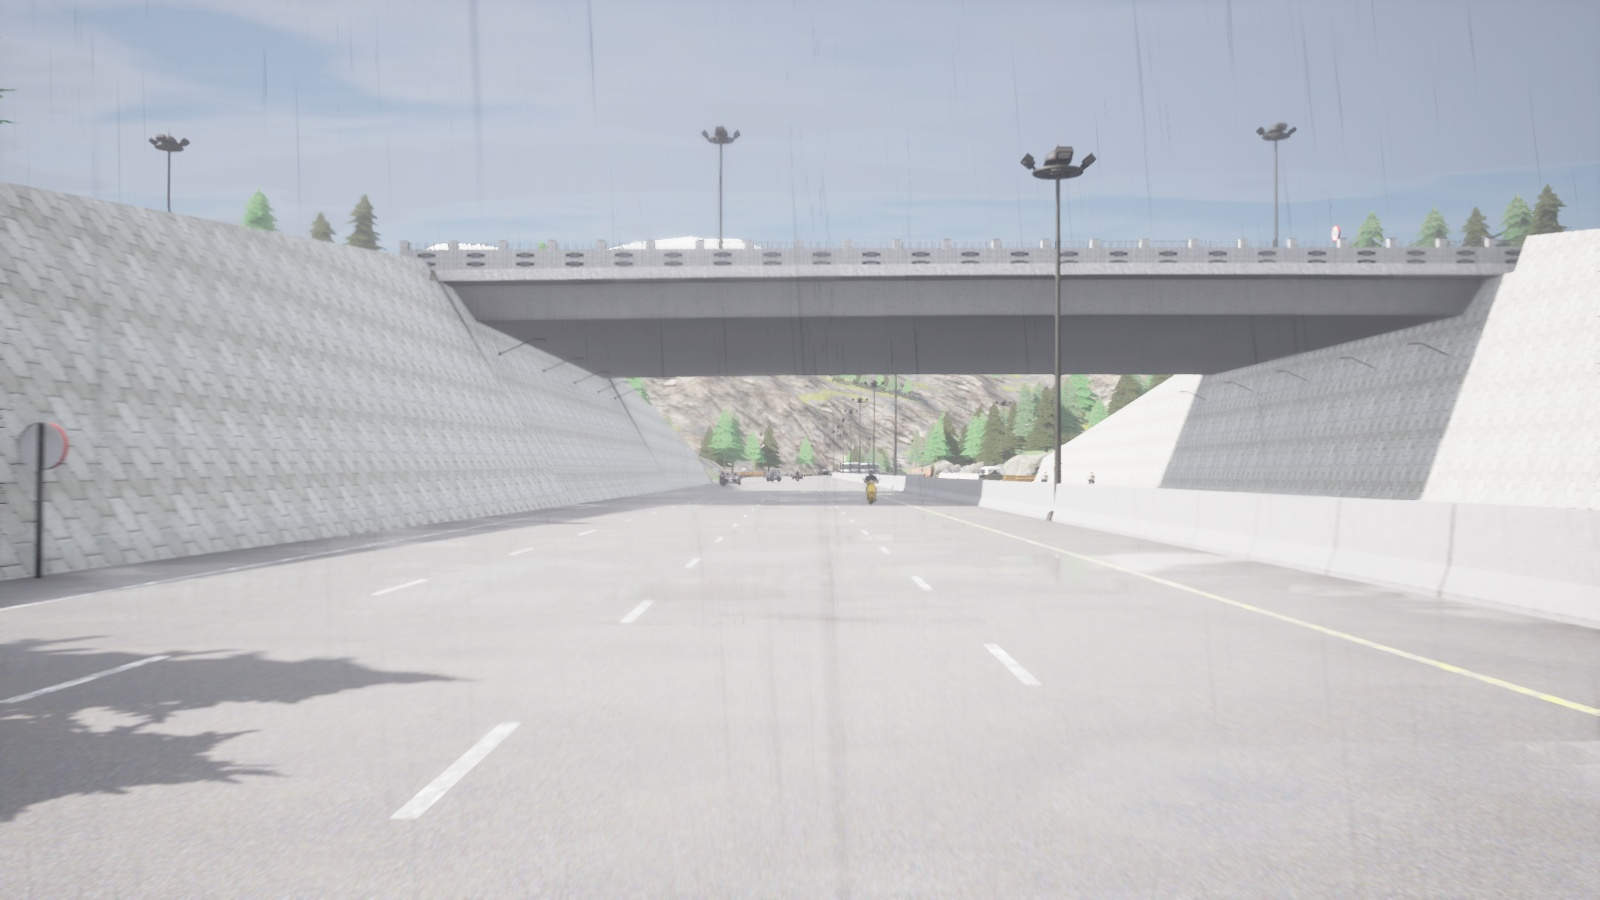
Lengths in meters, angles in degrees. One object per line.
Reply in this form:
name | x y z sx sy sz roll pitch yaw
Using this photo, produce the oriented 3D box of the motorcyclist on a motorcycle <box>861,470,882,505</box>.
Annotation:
motorcyclist on a motorcycle | 3.357 1.737 58.917 0.866 1.590 1.817 0 -1 0
